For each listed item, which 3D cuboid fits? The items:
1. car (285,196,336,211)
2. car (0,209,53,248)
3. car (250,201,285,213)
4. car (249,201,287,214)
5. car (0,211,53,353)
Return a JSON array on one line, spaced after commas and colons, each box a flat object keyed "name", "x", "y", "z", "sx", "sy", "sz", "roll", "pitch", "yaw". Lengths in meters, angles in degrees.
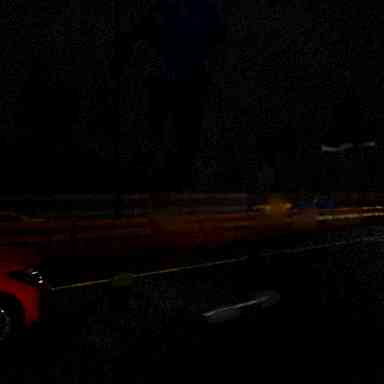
[{"name": "car", "x": 12.492, "y": 1.423, "z": 34.202, "sx": 5.566, "sy": 2.045, "sz": 2.150, "roll": 1, "pitch": -1, "yaw": -34}, {"name": "car", "x": -9.049, "y": 1.611, "z": 14.743, "sx": 5.008, "sy": 1.535, "sz": 1.882, "roll": 0, "pitch": -1, "yaw": -35}, {"name": "car", "x": 8.844, "y": 1.698, "z": 35.944, "sx": 5.008, "sy": 1.535, "sz": 1.882, "roll": 0, "pitch": -1, "yaw": -34}, {"name": "car", "x": 9.278, "y": 1.851, "z": 40.481, "sx": 4.718, "sy": 1.301, "sz": 1.895, "roll": 0, "pitch": -1, "yaw": -35}, {"name": "car", "x": -4.837, "y": 1.267, "z": 4.281, "sx": 5.566, "sy": 2.045, "sz": 2.150, "roll": 0, "pitch": 0, "yaw": -37}]
